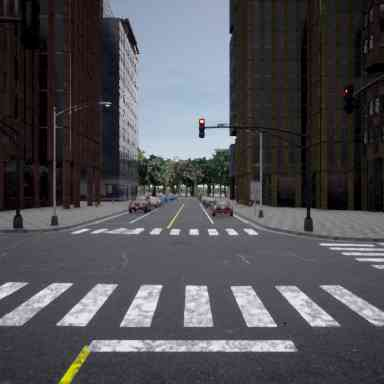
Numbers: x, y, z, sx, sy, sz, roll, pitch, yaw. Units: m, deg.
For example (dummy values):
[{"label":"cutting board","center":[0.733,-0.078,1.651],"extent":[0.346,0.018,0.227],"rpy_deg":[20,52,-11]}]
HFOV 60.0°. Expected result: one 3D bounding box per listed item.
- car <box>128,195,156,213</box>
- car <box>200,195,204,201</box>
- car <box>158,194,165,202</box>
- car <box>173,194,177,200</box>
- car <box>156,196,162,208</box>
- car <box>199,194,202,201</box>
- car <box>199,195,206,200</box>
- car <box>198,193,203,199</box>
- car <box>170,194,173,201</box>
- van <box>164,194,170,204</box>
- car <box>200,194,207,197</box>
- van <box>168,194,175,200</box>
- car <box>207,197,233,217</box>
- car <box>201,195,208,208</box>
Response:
[{"label":"car","center":[-5.748,1.318,37.183],"extent":[2.192,1.841,5.009],"rpy_deg":[0,0,0]},{"label":"car","center":[2.784,1.553,53.492],"extent":[1.887,1.381,4.507],"rpy_deg":[0,0,0]},{"label":"car","center":[-5.742,1.534,53.326],"extent":[1.752,1.417,4.829],"rpy_deg":[0,0,0]},{"label":"car","center":[-5.729,1.591,86.121],"extent":[1.947,1.339,4.313],"rpy_deg":[0,0,0]},{"label":"car","center":[-5.744,1.588,48.058],"extent":[1.802,1.307,4.206],"rpy_deg":[0,0,0]},{"label":"car","center":[2.788,1.538,64.537],"extent":[1.752,1.417,4.829],"rpy_deg":[0,0,0]},{"label":"car","center":[2.798,1.555,91.725],"extent":[1.752,1.417,4.829],"rpy_deg":[0,0,0]},{"label":"car","center":[2.792,1.544,75.412],"extent":[1.752,1.417,4.829],"rpy_deg":[0,0,0]},{"label":"car","center":[-5.735,1.566,69.809],"extent":[2.008,1.369,4.403],"rpy_deg":[0,0,0]},{"label":"van","center":[-5.738,1.354,64.371],"extent":[1.690,1.788,3.998],"rpy_deg":[0,0,0]},{"label":"car","center":[2.786,1.555,58.930],"extent":[1.887,1.381,4.507],"rpy_deg":[0,0,0]},{"label":"van","center":[-5.727,1.371,91.559],"extent":[1.690,1.788,3.998],"rpy_deg":[0,0,0]},{"label":"car","center":[2.775,1.442,31.742],"extent":[1.967,1.590,4.097],"rpy_deg":[0,0,0]},{"label":"car","center":[2.781,1.557,48.054],"extent":[2.008,1.369,4.403],"rpy_deg":[0,0,0]}]
